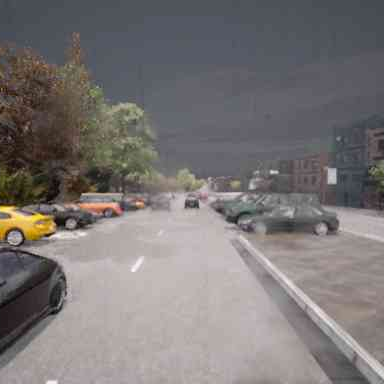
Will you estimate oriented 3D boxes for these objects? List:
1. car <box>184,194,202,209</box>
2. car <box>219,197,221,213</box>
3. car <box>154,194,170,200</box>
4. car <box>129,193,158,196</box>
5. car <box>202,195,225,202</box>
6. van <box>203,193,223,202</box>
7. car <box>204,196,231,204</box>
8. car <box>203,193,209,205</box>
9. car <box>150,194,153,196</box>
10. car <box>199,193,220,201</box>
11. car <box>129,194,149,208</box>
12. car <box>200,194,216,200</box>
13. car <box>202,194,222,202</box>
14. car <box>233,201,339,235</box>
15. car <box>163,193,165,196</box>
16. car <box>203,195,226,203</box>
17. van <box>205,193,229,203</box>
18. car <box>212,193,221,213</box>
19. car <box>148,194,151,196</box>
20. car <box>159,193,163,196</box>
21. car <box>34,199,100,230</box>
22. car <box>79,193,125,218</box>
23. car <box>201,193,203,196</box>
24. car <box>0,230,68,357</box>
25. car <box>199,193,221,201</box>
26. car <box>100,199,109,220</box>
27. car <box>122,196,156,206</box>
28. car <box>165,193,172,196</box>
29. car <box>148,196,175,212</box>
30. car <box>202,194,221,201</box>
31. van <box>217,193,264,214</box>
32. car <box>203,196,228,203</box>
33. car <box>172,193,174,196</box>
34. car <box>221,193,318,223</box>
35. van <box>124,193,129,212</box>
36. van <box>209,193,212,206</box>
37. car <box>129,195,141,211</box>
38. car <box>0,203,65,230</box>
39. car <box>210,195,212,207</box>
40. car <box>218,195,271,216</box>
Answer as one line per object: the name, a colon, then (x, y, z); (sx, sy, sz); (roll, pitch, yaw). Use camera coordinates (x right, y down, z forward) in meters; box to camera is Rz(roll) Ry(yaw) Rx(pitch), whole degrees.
car: (-0.027, 1.354, 42.602); (1.882, 1.535, 5.008); (0, 0, 0)
car: (4.737, 1.336, 25.049); (4.892, 1.521, 2.231); (0, 0, 0)
car: (-8.500, 1.447, 94.647); (4.553, 1.767, 2.185); (0, 0, 0)
car: (-8.349, 1.120, 50.080); (5.566, 2.045, 2.435); (0, 0, 0)
car: (4.661, 1.465, 72.702); (5.008, 1.535, 2.097); (0, 0, 0)
van: (4.767, 1.253, 75.506); (4.442, 1.987, 1.878); (0, 0, 0)
car: (4.650, 1.442, 61.488); (4.792, 1.488, 2.163); (0, 0, 0)
car: (4.685, 1.107, 44.673); (5.566, 2.045, 2.435); (0, 0, 0)
car: (-8.400, 1.394, 47.296); (4.792, 1.488, 2.163); (0, 0, 0)
car: (4.650, 1.294, 89.522); (5.566, 2.045, 2.435); (0, 0, 0)
car: (-8.169, 1.349, 38.941); (5.366, 1.575, 1.946); (0, 0, 0)
car: (4.578, 1.447, 95.128); (4.553, 1.767, 2.185); (0, 0, 0)
car: (4.613, 1.367, 78.309); (4.553, 1.767, 2.185); (0, 0, 0)
car: (4.751, 1.359, 16.644); (4.892, 1.521, 2.231); (0, 0, 0)
car: (-8.371, 1.162, 61.098); (5.566, 2.045, 2.435); (0, 0, 0)
car: (4.691, 1.482, 69.898); (4.792, 1.488, 2.163); (0, 0, 0)
van: (4.790, 1.200, 64.293); (4.442, 1.987, 1.878); (0, 0, 0)
car: (4.712, 1.085, 27.854); (5.566, 2.045, 2.435); (0, 0, 0)
car: (-8.336, 1.390, 44.512); (4.792, 1.488, 2.163); (0, 0, 0)
car: (-8.365, 1.149, 58.436); (5.566, 2.045, 2.435); (0, 0, 0)
car: (-8.340, 1.348, 19.447); (5.008, 1.535, 2.097); (0, 0, 0)
car: (-8.308, 1.212, 27.803); (4.553, 1.767, 2.185); (0, 0, 0)
car: (4.499, 1.396, 58.685); (5.366, 1.575, 1.946); (0, 0, 0)
car: (-3.350, 1.526, 4.636); (1.994, 1.385, 4.181); (0, 0, 0)
car: (4.655, 1.281, 86.719); (5.566, 2.045, 2.435); (0, 0, 0)
car: (-8.338, 1.382, 22.234); (4.674, 1.452, 2.002); (0, 0, 0)
car: (-8.378, 1.380, 52.866); (5.008, 1.535, 2.097); (0, 0, 0)
car: (-8.458, 1.534, 86.319); (4.892, 1.521, 2.231); (0, 0, 0)
car: (-3.346, 1.432, 36.876); (1.994, 1.385, 4.181); (0, 0, 0)
car: (4.670, 1.380, 81.112); (4.553, 1.767, 2.185); (0, 0, 0)
van: (4.850, 1.115, 33.459); (4.442, 1.987, 1.878); (0, 0, 0)
car: (4.697, 1.468, 67.095); (4.792, 1.488, 2.163); (0, 0, 0)
car: (-8.272, 1.543, 89.096); (5.366, 1.575, 1.946); (0, 0, 0)
car: (4.716, 1.096, 19.444); (5.566, 2.045, 2.435); (0, 0, 0)
van: (-8.458, 1.113, 30.583); (4.442, 1.987, 1.878); (0, 0, 0)
van: (4.609, 1.124, 39.066); (4.442, 1.987, 1.878); (0, 0, 0)
car: (-8.347, 1.387, 36.155); (4.674, 1.452, 2.002); (0, 0, 0)
car: (-8.329, 1.373, 13.879); (5.008, 1.535, 2.097); (0, 0, 0)
car: (4.736, 1.346, 36.263); (4.892, 1.521, 2.231); (0, 0, 0)
car: (4.770, 1.211, 30.655); (4.553, 1.767, 2.185); (0, 0, 0)
